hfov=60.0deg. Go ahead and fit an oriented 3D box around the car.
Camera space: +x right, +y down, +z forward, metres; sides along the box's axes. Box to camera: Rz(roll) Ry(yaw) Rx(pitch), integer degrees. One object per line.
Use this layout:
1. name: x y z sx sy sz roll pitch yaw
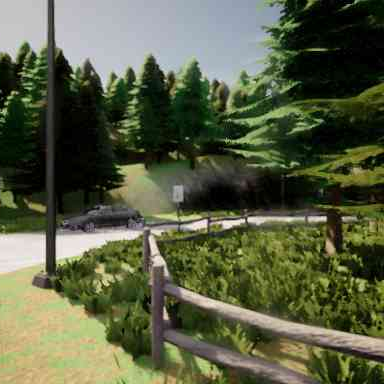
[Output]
1. car: -5.251 1.518 19.737 1.837 1.490 4.892 -1 0 42
